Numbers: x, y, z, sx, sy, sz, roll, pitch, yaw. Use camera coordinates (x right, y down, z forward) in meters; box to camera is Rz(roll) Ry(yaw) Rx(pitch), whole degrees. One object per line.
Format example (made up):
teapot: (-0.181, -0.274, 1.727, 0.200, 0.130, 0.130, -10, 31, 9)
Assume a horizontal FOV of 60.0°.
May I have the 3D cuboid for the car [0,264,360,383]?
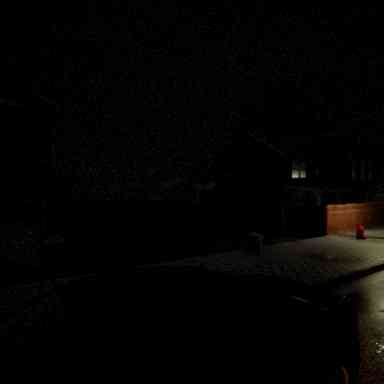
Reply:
car: (-0.584, 1.475, 2.745, 5.008, 1.535, 1.882, 0, 0, -36)
